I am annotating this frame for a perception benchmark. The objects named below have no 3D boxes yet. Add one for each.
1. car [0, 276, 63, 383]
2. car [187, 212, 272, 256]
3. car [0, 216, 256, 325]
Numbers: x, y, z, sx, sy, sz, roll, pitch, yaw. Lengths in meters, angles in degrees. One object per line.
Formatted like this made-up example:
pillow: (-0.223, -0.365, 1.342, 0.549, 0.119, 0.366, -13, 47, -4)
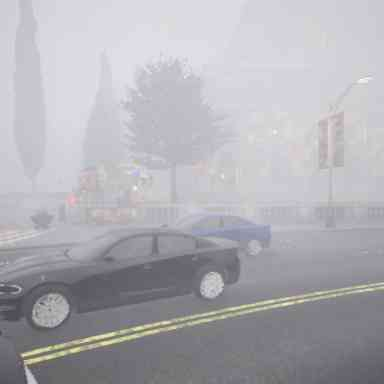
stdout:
car: (-3.247, 1.601, 1.519, 4.718, 1.301, 1.895, 0, 0, -36)
car: (0.438, 1.477, 11.721, 5.008, 1.535, 1.882, 0, 0, -24)
car: (-1.305, 1.477, 6.906, 5.008, 1.535, 1.882, 0, 0, -29)
